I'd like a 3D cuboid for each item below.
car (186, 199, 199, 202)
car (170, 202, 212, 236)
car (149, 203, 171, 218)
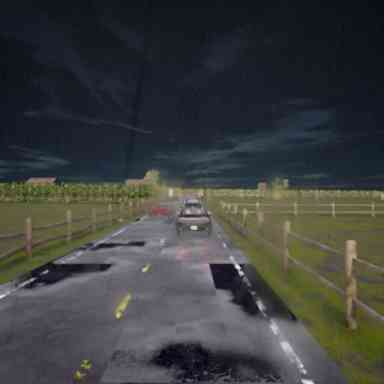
[{"bbox_3d":[0.104,1.533,38.810,1.882,1.535,5.008,0,0,0],"label":"car"},{"bbox_3d":[0.103,1.521,18.547,2.128,1.511,4.902,0,0,0],"label":"car"},{"bbox_3d":[-2.747,1.646,30.412,1.895,1.301,4.718,0,0,0],"label":"car"}]
